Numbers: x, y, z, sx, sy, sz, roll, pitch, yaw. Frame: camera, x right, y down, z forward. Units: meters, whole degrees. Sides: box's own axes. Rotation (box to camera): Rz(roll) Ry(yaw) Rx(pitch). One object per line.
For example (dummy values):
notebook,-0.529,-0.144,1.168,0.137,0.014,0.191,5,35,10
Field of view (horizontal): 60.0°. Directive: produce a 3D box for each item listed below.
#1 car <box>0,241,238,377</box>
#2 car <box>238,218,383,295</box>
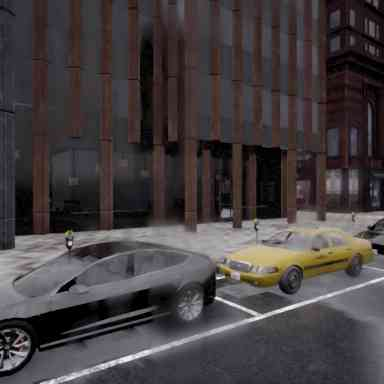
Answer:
car,-1.533,1.566,5.556,4.313,1.339,1.947,0,0,-36
car,2.916,1.526,8.732,4.829,1.417,1.752,0,0,-36
